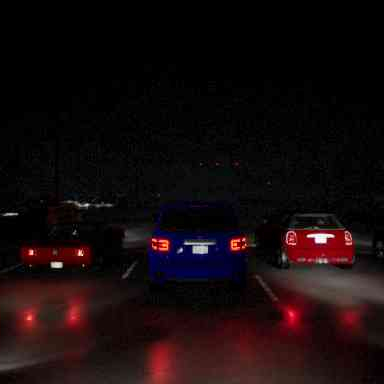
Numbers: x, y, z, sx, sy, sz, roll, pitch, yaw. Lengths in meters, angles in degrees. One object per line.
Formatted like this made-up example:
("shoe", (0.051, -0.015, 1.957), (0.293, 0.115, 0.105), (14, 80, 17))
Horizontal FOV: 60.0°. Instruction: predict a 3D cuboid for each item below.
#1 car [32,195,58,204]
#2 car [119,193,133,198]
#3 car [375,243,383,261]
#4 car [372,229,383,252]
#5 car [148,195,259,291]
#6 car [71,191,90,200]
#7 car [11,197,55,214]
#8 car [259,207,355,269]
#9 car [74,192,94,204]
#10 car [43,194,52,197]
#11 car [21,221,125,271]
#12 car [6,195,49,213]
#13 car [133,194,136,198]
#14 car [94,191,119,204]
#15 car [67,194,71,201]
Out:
("car", (-25.105, 1.287, 57.104), (2.033, 1.411, 5.357), (0, 0, 0))
("car", (-14.687, 1.196, 71.178), (2.033, 1.411, 5.357), (0, 0, -1))
("car", (3.596, 1.490, 2.091), (2.128, 1.511, 4.902), (0, 0, 0))
("car", (7.027, 1.478, 9.334), (2.128, 1.511, 4.902), (0, 0, 0))
("car", (0.051, 1.208, 9.136), (2.150, 2.045, 5.566), (0, 0, -2))
("car", (-21.639, 0.908, 66.662), (2.150, 2.045, 5.566), (0, 0, -1))
("car", (-14.361, 1.443, 31.334), (2.033, 1.411, 5.357), (0, 0, -1))
("car", (3.516, 1.335, 11.234), (2.097, 1.767, 4.553), (0, 0, 0))
("car", (-18.114, 1.226, 57.506), (2.128, 1.511, 4.902), (0, 1, 0))
("car", (-21.532, 1.149, 47.742), (2.097, 1.767, 4.553), (0, 0, -1))
("car", (-3.479, 1.585, 10.776), (1.895, 1.301, 4.718), (0, 0, 0))
("car", (-17.913, 1.415, 36.050), (2.033, 1.411, 5.357), (0, 0, -1))
("car", (-14.832, 1.130, 82.355), (2.033, 1.411, 5.357), (0, 0, -1))
("car", (-14.631, 0.950, 57.377), (2.150, 2.045, 5.566), (0, 2, -1))
("car", (-25.201, 0.874, 72.392), (2.150, 2.045, 5.566), (0, 0, -1))
